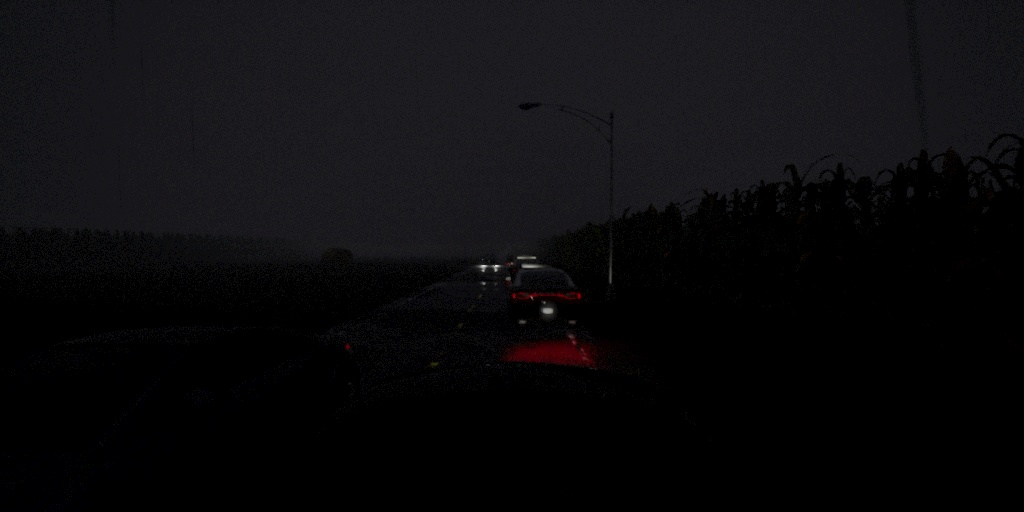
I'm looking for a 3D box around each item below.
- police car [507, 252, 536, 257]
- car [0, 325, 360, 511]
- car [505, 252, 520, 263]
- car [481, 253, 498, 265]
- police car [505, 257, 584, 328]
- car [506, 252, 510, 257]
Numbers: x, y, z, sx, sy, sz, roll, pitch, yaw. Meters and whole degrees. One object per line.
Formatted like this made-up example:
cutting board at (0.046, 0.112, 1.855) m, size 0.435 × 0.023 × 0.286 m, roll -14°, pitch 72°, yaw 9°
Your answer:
police car at (0.829, 0.801, 20.786) m, size 1.930 × 1.638 × 5.238 m, roll 0°, pitch 1°, yaw 0°
car at (-2.848, 1.295, 2.694) m, size 1.994 × 1.385 × 4.181 m, roll 0°, pitch 1°, yaw 0°
car at (0.070, 0.193, 53.293) m, size 2.128 × 1.511 × 4.902 m, roll 0°, pitch 1°, yaw 0°
car at (-2.815, 0.362, 46.171) m, size 1.837 × 1.490 × 4.892 m, roll 0°, pitch 1°, yaw 0°
police car at (0.827, 1.000, 10.789) m, size 1.930 × 1.638 × 5.238 m, roll 0°, pitch 1°, yaw 0°
car at (0.830, 0.608, 26.644) m, size 2.097 × 1.767 × 4.553 m, roll 0°, pitch 1°, yaw 0°
